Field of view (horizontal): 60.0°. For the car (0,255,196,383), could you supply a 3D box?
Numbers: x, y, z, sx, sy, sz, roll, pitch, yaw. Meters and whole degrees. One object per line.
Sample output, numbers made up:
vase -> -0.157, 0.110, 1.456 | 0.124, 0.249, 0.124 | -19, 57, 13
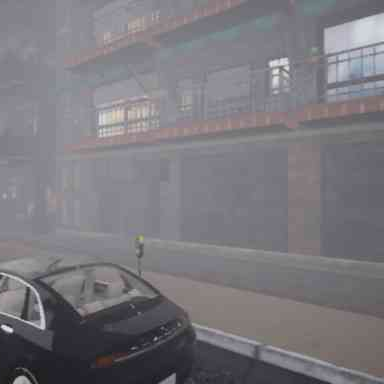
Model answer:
car -> -2.011, 1.510, 4.321 | 4.403, 1.369, 2.008 | 1, 0, 36
